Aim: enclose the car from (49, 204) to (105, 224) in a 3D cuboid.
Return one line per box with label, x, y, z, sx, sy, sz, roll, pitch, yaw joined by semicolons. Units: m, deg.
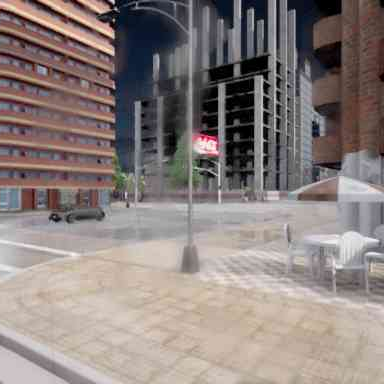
car;-8.765;1.604;25.631;1.994;1.385;4.181;0;0;36
